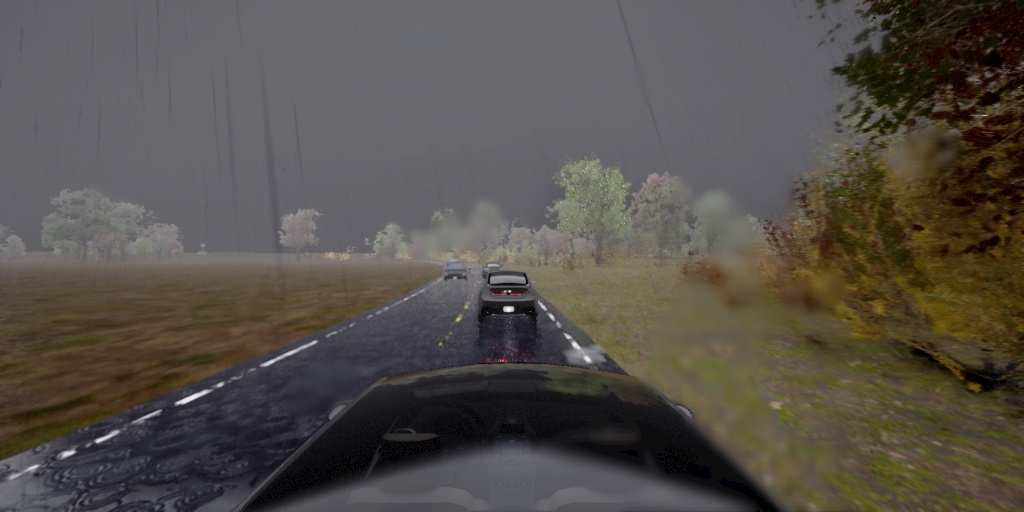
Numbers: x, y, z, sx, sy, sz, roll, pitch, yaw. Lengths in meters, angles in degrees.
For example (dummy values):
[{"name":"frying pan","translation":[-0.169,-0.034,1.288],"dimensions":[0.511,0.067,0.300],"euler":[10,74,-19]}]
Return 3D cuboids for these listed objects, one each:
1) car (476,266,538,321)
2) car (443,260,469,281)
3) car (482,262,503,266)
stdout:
[{"name":"car","translation":[-0.190,1.256,12.555],"dimensions":[1.837,1.490,4.892],"euler":[0,0,-2]},{"name":"car","translation":[-4.632,1.303,30.072],"dimensions":[2.033,1.411,5.357],"euler":[0,0,-6]},{"name":"car","translation":[-1.778,1.277,33.235],"dimensions":[1.812,1.442,4.674],"euler":[0,0,-6]}]
